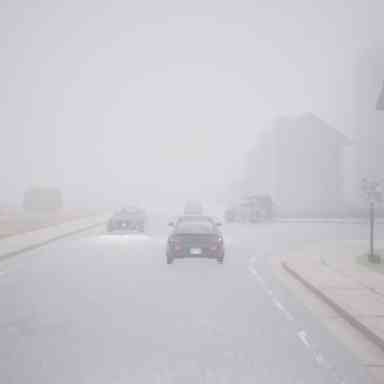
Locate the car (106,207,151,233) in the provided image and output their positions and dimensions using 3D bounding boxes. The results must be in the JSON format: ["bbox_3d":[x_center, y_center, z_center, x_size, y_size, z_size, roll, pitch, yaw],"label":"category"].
[{"bbox_3d":[-3.589,1.550,19.417,1.994,1.385,4.181,0,0,0],"label":"car"}]

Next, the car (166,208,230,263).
[{"bbox_3d":[0.104,1.539,11.923,1.812,1.442,4.674,0,0,0],"label":"car"}]

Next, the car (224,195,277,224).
[{"bbox_3d":[4.190,1.191,24.103,1.905,1.878,3.866,-7,3,-42],"label":"car"}]

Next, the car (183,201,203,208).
[{"bbox_3d":[0.132,1.582,31.737,2.033,1.411,5.357,0,0,0],"label":"car"}]
